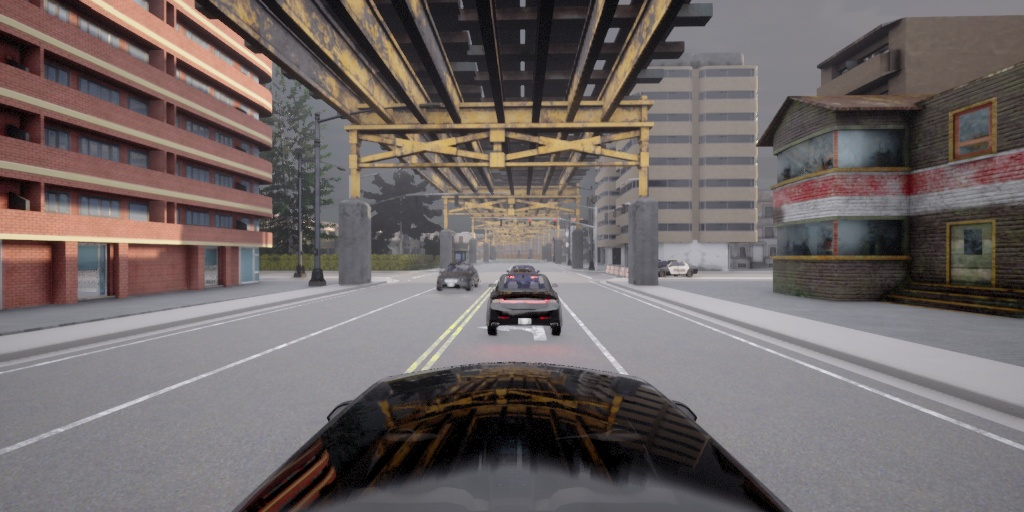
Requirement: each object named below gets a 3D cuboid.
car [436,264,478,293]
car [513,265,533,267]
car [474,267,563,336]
[{"bbox_3d":[-3.020,1.208,20.712,2.128,1.511,4.902,0,0,2],"label":"car"},{"bbox_3d":[0.627,1.240,20.656,1.812,1.442,4.674,0,0,2],"label":"car"},{"bbox_3d":[0.328,1.232,10.388,2.128,1.511,4.902,0,0,1],"label":"car"}]
